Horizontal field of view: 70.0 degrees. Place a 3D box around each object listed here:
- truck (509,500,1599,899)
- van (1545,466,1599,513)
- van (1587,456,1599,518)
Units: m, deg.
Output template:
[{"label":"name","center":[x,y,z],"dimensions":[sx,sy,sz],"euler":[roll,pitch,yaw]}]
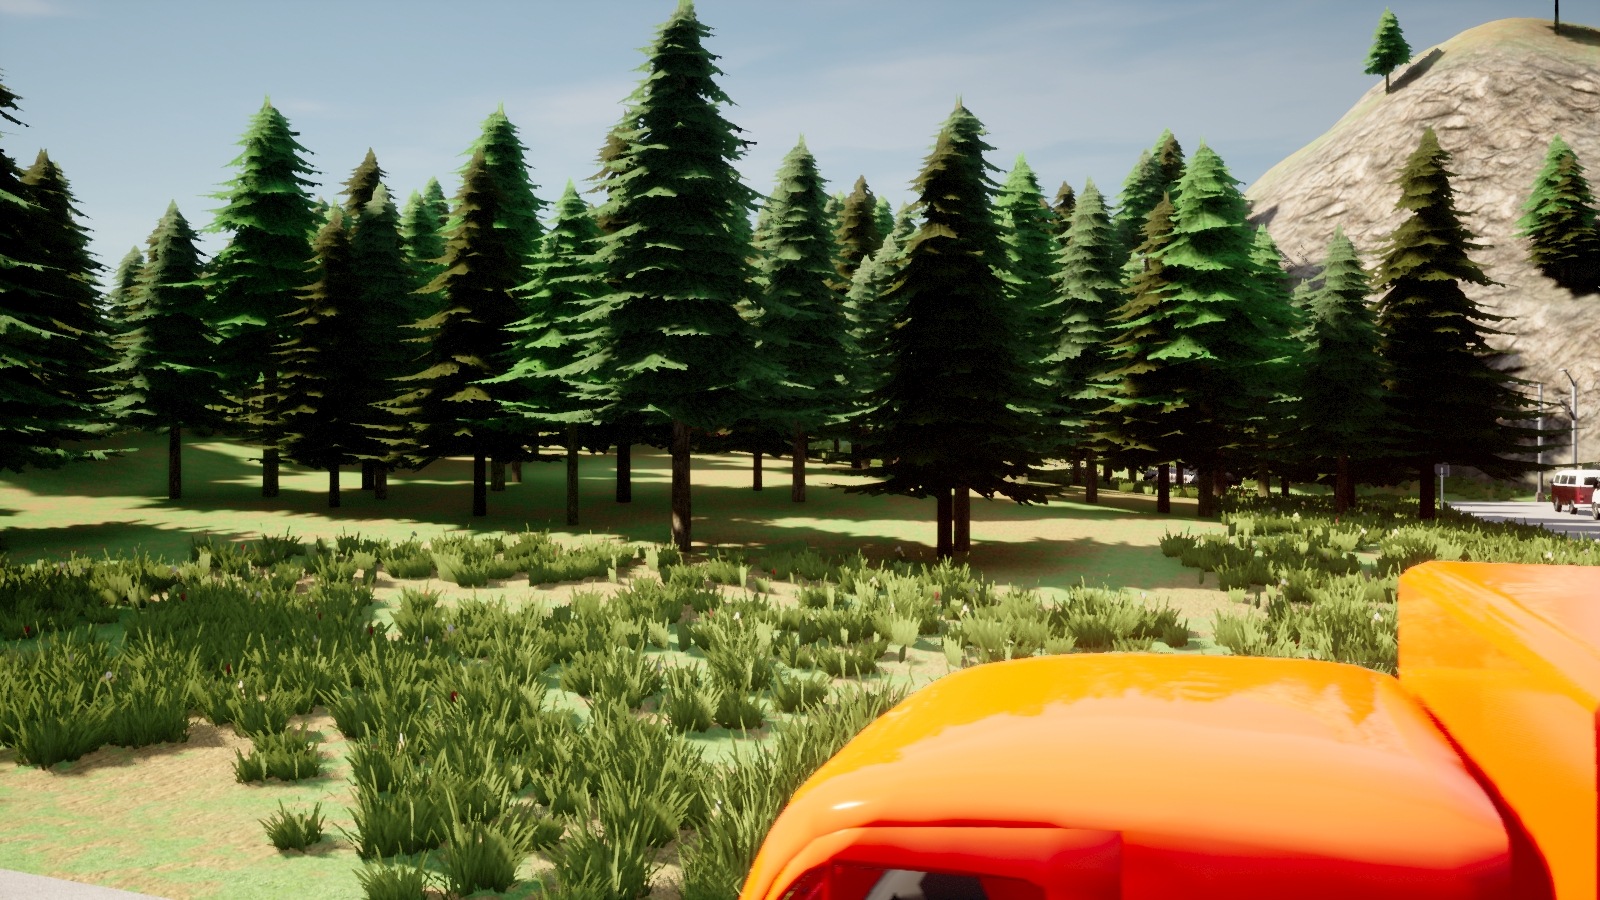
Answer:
[{"label":"truck","center":[2.352,1.425,2.486],"dimensions":[5.204,2.467,2.627],"euler":[0,0,20]},{"label":"van","center":[36.159,1.782,52.642],"dimensions":[2.069,2.038,4.480],"euler":[0,0,20]},{"label":"van","center":[33.726,1.534,45.978],"dimensions":[1.988,2.561,5.915],"euler":[0,0,20]}]
